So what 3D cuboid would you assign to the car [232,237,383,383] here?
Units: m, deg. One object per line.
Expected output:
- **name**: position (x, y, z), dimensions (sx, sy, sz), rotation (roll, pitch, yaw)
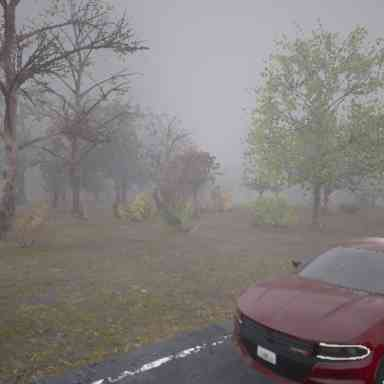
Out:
- **car**: position (2.803, 1.479, 5.078), dimensions (5.008, 1.535, 1.882), rotation (0, 0, -37)
